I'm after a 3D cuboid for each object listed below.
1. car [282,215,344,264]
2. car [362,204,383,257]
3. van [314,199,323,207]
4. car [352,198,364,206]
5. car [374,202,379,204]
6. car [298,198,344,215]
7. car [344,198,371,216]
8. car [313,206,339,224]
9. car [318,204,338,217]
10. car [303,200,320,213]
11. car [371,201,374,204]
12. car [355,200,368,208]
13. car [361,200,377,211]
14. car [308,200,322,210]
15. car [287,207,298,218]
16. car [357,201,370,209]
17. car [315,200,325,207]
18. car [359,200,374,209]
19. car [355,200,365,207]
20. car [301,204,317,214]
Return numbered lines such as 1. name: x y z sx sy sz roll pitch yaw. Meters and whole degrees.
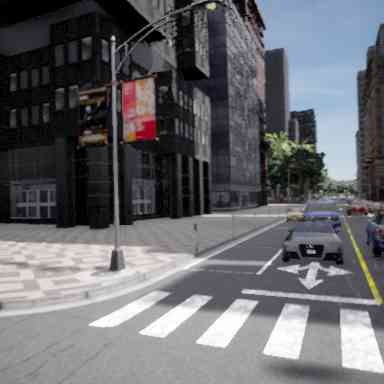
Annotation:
1. car: 4.699 1.806 12.777 1.994 1.385 4.181 -2 -2 23
2. car: 8.395 1.525 13.569 2.097 1.767 4.553 -2 -2 25
3. van: 29.657 2.643 77.676 1.690 1.788 3.998 -2 -2 23
4. car: 39.622 2.422 79.288 2.192 1.841 5.009 -2 -2 23
5. car: 20.363 1.955 34.423 1.887 1.381 4.507 -2 -2 23
6. car: 8.387 1.591 21.401 2.150 2.045 5.566 -2 -2 23
7. car: 20.154 1.926 40.684 2.097 1.767 4.553 -2 -2 23
8. car: 12.178 2.064 30.185 1.994 1.385 4.181 -2 -2 23
9. car: 16.166 2.201 39.377 1.994 1.385 4.181 -2 -2 24
10. car: 18.951 2.226 52.750 2.192 1.841 5.009 -2 -2 23
11. car: 24.711 2.089 44.549 1.752 1.417 4.829 -2 -2 23
12. car: 35.347 2.501 69.313 2.008 1.369 4.403 -2 -2 23
13. car: 28.922 2.156 54.363 1.967 1.590 4.097 -2 -2 23
14. car: 23.233 2.381 62.721 2.192 1.841 5.009 -2 -2 23
15. car: 10.327 2.132 32.647 1.752 1.417 4.829 -2 -2 23
16. car: 33.205 2.416 64.330 1.887 1.381 4.507 -2 -2 23
17. car: 31.801 2.820 82.658 1.967 1.590 4.097 -2 -2 23
18. car: 31.063 2.233 59.348 1.967 1.590 4.097 -2 -2 23
19. car: 37.554 2.557 74.454 1.752 1.417 4.829 -2 -2 23
20. car: 16.818 2.416 47.758 1.802 1.307 4.206 -2 -2 23
